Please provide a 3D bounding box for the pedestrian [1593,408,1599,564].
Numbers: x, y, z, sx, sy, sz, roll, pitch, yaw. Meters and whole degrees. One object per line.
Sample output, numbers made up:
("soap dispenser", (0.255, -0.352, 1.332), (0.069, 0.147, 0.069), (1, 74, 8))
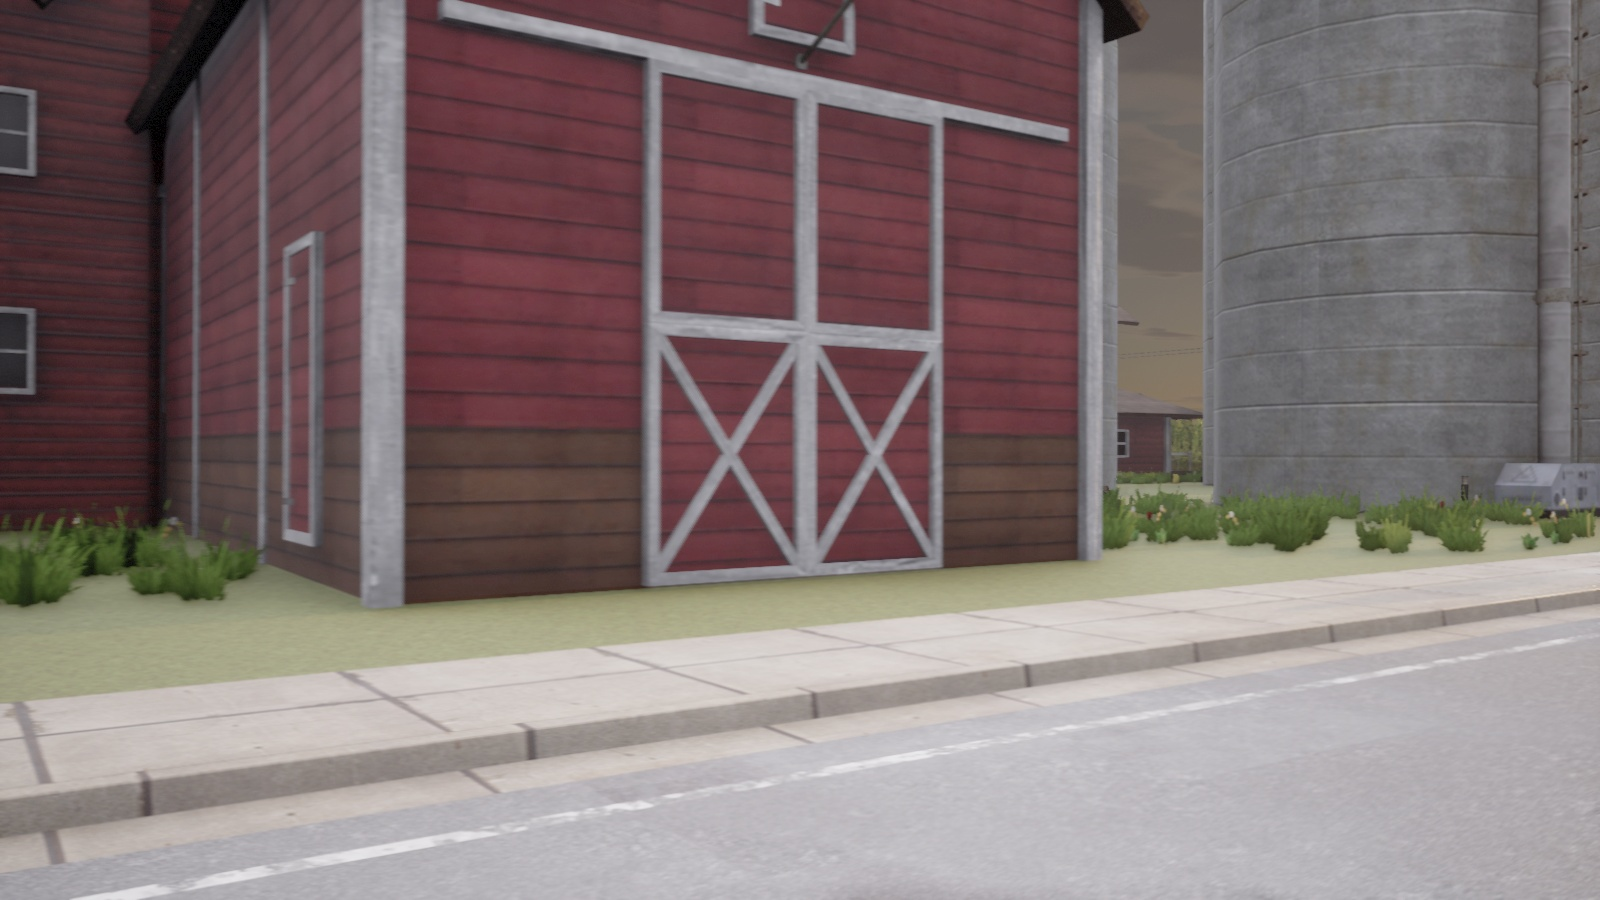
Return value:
("pedestrian", (9.663, 0.416, 14.677), (0.869, 1.805, 0.328), (0, 0, -33))
